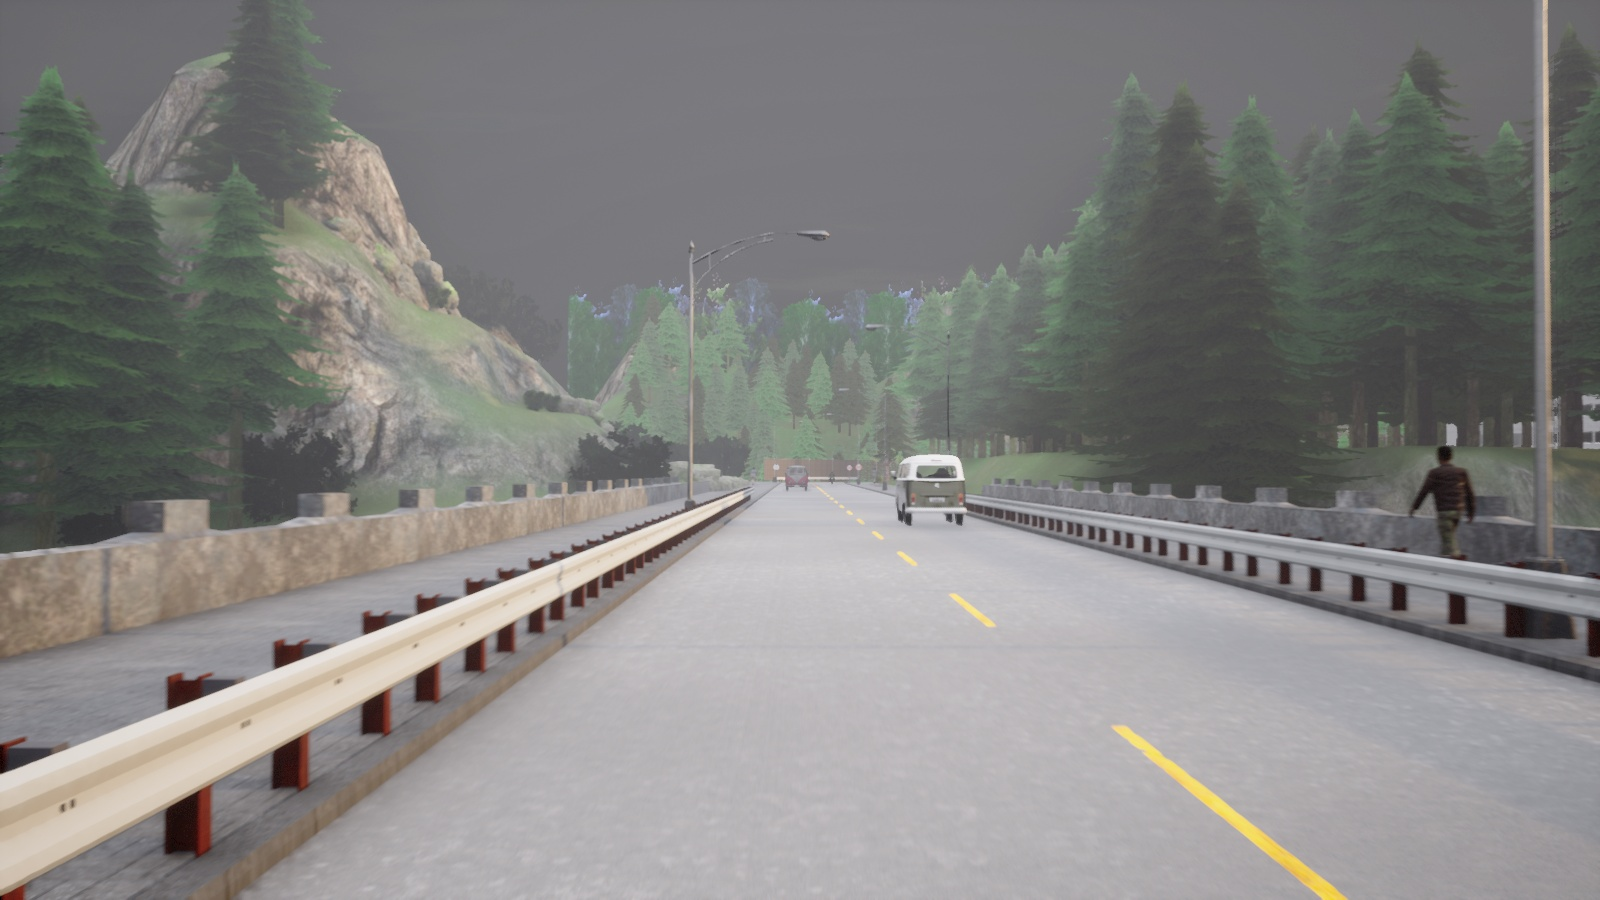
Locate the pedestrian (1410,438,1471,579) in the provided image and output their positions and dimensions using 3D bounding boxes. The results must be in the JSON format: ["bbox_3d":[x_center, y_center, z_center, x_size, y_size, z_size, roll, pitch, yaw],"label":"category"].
[{"bbox_3d":[8.552,0.770,16.787,0.431,1.840,0.703,0,-1,0],"label":"pedestrian"}]

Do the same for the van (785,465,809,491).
[{"bbox_3d":[-0.246,2.206,98.142,1.775,1.987,4.442,0,-1,0],"label":"van"}]

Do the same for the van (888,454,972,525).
[{"bbox_3d":[3.904,1.162,38.347,2.069,2.038,4.480,0,-1,0],"label":"van"}]
